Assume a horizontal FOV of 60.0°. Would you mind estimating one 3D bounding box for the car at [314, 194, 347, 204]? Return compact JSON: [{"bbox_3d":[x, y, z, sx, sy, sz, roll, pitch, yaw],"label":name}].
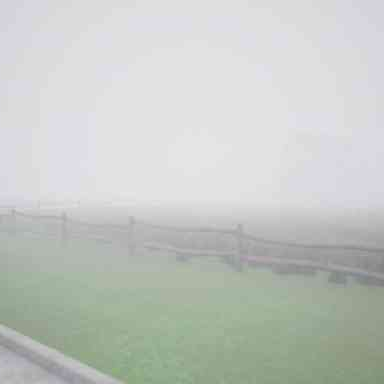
[{"bbox_3d":[21.154,1.199,50.971,4.605,1.855,1.932,0,0,35],"label":"car"}]
